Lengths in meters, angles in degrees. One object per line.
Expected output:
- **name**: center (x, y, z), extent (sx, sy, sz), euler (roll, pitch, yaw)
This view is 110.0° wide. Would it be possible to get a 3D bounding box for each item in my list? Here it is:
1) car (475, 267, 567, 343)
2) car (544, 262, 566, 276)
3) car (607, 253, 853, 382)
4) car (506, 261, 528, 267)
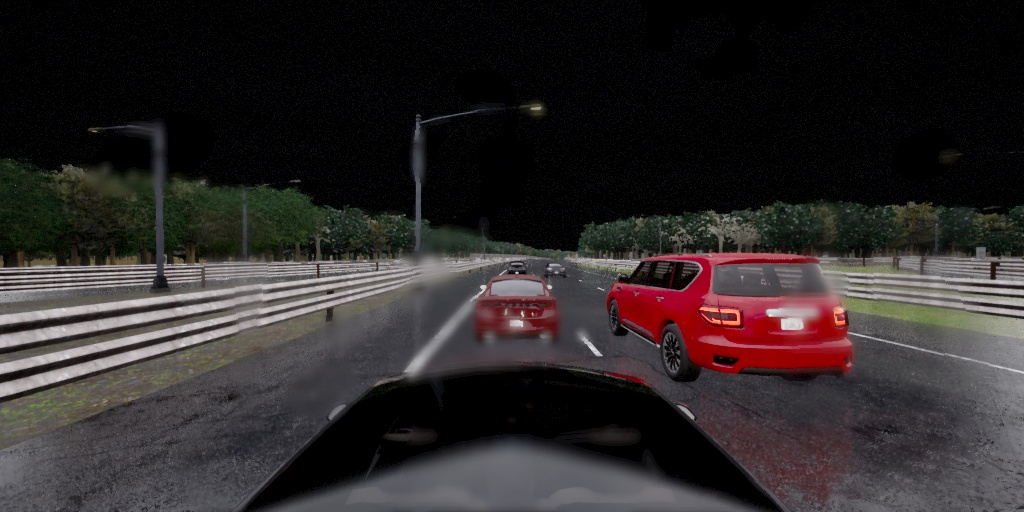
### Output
- **car**: center (0.120, 1.227, 9.720), extent (1.882, 1.535, 5.008), euler (0, 0, 0)
- **car**: center (3.993, 1.279, 33.897), extent (1.812, 1.442, 4.674), euler (0, 0, 2)
- **car**: center (3.608, 0.971, 7.282), extent (2.150, 2.045, 5.566), euler (0, 0, 0)
- **car**: center (0.515, 1.257, 34.688), extent (1.837, 1.490, 4.892), euler (0, 0, 1)
